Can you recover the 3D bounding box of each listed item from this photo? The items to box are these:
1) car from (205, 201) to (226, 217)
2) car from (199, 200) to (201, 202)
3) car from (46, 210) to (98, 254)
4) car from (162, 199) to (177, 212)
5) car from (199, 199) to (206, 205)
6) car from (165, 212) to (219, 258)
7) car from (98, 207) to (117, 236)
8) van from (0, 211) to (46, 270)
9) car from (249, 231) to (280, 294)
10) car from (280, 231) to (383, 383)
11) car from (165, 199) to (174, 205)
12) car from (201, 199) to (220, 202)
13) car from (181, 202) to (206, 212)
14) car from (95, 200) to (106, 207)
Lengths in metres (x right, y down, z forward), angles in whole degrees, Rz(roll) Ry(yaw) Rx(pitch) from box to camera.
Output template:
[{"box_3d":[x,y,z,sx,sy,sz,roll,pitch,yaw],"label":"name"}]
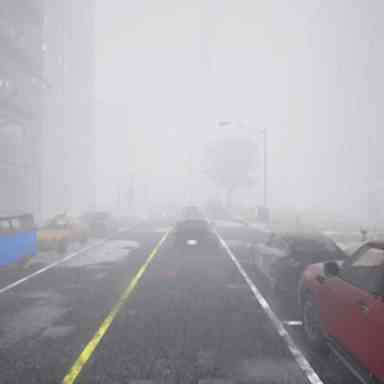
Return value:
[{"box_3d":[2.678,1.975,36.450,1.947,1.339,4.313,0,-1,0],"label":"car"},{"box_3d":[2.664,2.404,74.359,1.887,1.381,4.507,0,-1,0],"label":"car"},{"box_3d":[-5.694,1.681,14.188,1.752,1.417,4.829,0,-1,0],"label":"car"},{"box_3d":[-3.027,2.073,46.511,2.033,1.411,5.357,0,-1,0],"label":"car"},{"box_3d":[2.659,2.525,85.594,1.752,1.417,4.829,0,-1,0],"label":"car"},{"box_3d":[0.018,1.712,13.429,1.994,1.385,4.181,0,-1,0],"label":"car"},{"box_3d":[-5.697,1.785,19.880,1.947,1.339,4.313,0,-1,0],"label":"car"},{"box_3d":[-5.692,1.438,8.837,1.690,1.788,3.998,0,-1,0],"label":"van"},{"box_3d":[2.689,1.663,8.837,1.947,1.339,4.313,0,-1,0],"label":"car"},{"box_3d":[2.691,1.352,3.319,2.192,1.841,5.009,0,-1,0],"label":"car"},{"box_3d":[-5.721,2.548,85.421,2.008,1.369,4.403,0,-1,0],"label":"car"},{"box_3d":[2.677,1.788,41.976,2.192,1.841,5.009,0,-1,0],"label":"car"},{"box_3d":[0.017,1.847,28.887,1.812,1.442,4.674,0,0,1],"label":"car"},{"box_3d":[-16.446,1.964,54.950,4.403,1.369,2.008,1,-2,-1],"label":"car"}]
